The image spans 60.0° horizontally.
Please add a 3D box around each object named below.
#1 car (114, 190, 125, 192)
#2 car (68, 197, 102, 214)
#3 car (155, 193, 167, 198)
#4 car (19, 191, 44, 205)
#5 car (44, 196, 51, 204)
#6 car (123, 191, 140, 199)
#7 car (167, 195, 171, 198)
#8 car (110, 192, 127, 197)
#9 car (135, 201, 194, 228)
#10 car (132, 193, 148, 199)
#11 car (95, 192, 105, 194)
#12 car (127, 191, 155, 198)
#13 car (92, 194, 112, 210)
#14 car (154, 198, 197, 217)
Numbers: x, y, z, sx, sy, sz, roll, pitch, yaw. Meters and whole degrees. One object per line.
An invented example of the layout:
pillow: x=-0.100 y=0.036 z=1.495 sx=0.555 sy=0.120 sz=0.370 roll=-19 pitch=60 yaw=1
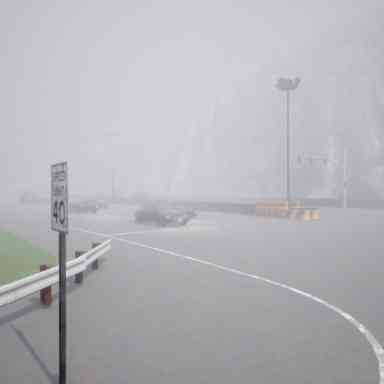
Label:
car: x=-16.843 y=0.660 z=75.288 sx=2.150 sy=2.045 sz=5.566 roll=0 pitch=1 yaw=-38
car: x=-11.221 y=1.509 z=33.825 sx=1.895 sy=1.301 sz=4.718 roll=0 pitch=0 yaw=-38
car: x=-7.898 y=0.950 z=69.524 sx=2.097 sy=1.767 sz=4.553 roll=0 pitch=1 yaw=-38
car: x=-25.401 y=0.918 z=52.032 sx=2.150 sy=2.045 sz=5.566 roll=0 pitch=1 yaw=-38
car: x=-23.824 y=1.258 z=55.720 sx=1.895 sy=1.301 sz=4.718 roll=0 pitch=1 yaw=-37
car: x=-14.058 y=0.740 z=77.407 sx=2.097 sy=1.767 sz=4.553 roll=0 pitch=1 yaw=-38
car: x=-6.701 y=1.147 z=73.693 sx=1.895 sy=1.301 sz=4.718 roll=0 pitch=1 yaw=-38
car: x=-14.527 y=1.182 z=66.803 sx=1.895 sy=1.301 sz=4.718 roll=0 pitch=1 yaw=-38
car: x=-2.187 y=1.492 z=22.399 sx=1.812 sy=1.442 sz=4.674 roll=0 pitch=0 yaw=-38
car: x=-12.687 y=0.901 z=81.340 sx=1.812 sy=1.442 sz=4.674 roll=0 pitch=1 yaw=-38
car: x=-20.870 y=0.757 z=74.765 sx=2.097 sy=1.767 sz=4.553 roll=0 pitch=1 yaw=-38
car: x=-10.358 y=0.830 z=67.151 sx=2.150 sy=2.045 sz=5.566 roll=0 pitch=1 yaw=-38
car: x=-11.808 y=1.353 z=40.256 sx=1.882 sy=1.535 sz=5.008 roll=0 pitch=0 yaw=-38
car: x=-1.845 y=1.497 z=27.601 sx=2.033 sy=1.411 sz=5.357 roll=0 pitch=0 yaw=-38
